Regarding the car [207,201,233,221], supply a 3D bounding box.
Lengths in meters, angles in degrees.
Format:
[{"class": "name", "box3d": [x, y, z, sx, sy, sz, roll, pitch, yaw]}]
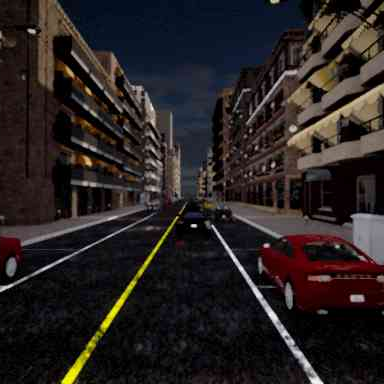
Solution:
[{"class": "car", "box3d": [2.698, 1.834, 30.195, 2.008, 1.369, 4.403, 0, -1, 0]}]

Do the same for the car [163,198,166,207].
[{"class": "car", "box3d": [-5.679, 2.041, 52.745, 2.008, 1.369, 4.403, 0, -1, 0]}]

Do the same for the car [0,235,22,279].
[{"class": "car", "box3d": [-5.687, 1.617, 7.657, 1.887, 1.381, 4.507, 0, -1, 0]}]

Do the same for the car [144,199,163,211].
[{"class": "car", "box3d": [-5.680, 1.989, 47.108, 2.008, 1.369, 4.403, 0, -1, 0]}]

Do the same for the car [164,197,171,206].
[{"class": "car", "box3d": [-5.677, 2.138, 64.017, 1.887, 1.381, 4.507, 0, -1, 0]}]

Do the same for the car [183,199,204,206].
[{"class": "car", "box3d": [0.107, 1.853, 37.230, 1.837, 1.490, 4.892, 0, -1, 0]}]

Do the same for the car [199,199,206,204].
[{"class": "car", "box3d": [2.709, 2.384, 86.555, 1.802, 1.307, 4.206, 0, -1, 0]}]

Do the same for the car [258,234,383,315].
[{"class": "car", "box3d": [2.693, 1.618, 7.651, 1.887, 1.381, 4.507, 0, -1, 0]}]

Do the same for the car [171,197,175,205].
[{"class": "car", "box3d": [-5.674, 2.012, 75.291, 2.192, 1.841, 5.009, 0, -1, 0]}]

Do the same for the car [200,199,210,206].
[{"class": "car", "box3d": [2.705, 2.228, 69.646, 1.802, 1.307, 4.206, 0, -1, 0]}]

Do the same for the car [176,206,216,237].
[{"class": "car", "box3d": [0.103, 1.746, 19.331, 1.994, 1.385, 4.181, 0, -1, 0]}]

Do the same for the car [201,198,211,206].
[{"class": "car", "box3d": [2.703, 2.018, 52.909, 1.752, 1.417, 4.829, 0, -1, 0]}]
